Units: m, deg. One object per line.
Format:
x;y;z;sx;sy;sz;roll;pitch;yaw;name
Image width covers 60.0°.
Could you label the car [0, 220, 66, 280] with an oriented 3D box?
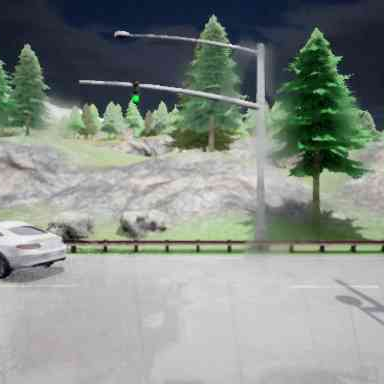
-5.982;1.566;9.838;4.674;1.442;1.812;0;-1;18;car
